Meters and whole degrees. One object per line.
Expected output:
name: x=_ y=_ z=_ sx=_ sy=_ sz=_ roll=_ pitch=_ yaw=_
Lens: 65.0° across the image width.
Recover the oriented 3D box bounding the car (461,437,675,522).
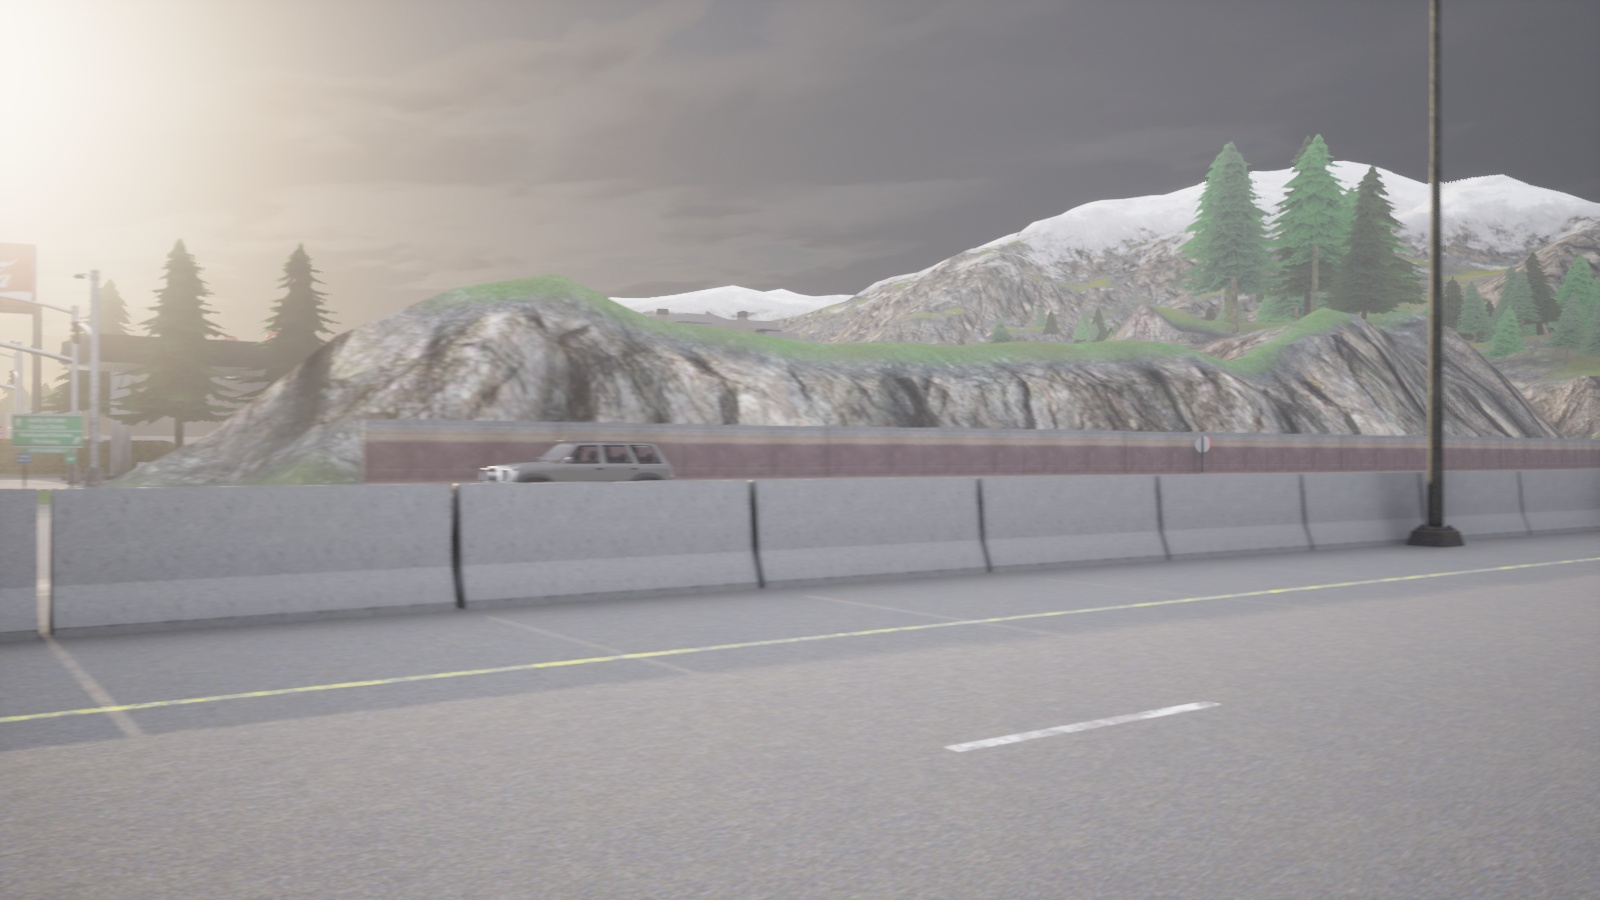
car: x=-5.450 y=0.647 z=29.718 sx=4.605 sy=1.855 sz=1.932 roll=0 pitch=0 yaw=-35
